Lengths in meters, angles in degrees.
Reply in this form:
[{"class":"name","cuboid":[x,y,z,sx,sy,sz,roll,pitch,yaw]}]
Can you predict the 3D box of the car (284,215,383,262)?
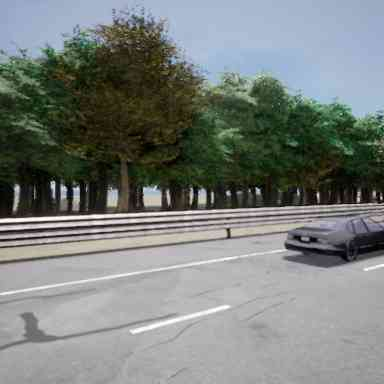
[{"class":"car","cuboid":[5.657,1.542,12.077,5.357,1.411,2.033,0,0,-35]}]
